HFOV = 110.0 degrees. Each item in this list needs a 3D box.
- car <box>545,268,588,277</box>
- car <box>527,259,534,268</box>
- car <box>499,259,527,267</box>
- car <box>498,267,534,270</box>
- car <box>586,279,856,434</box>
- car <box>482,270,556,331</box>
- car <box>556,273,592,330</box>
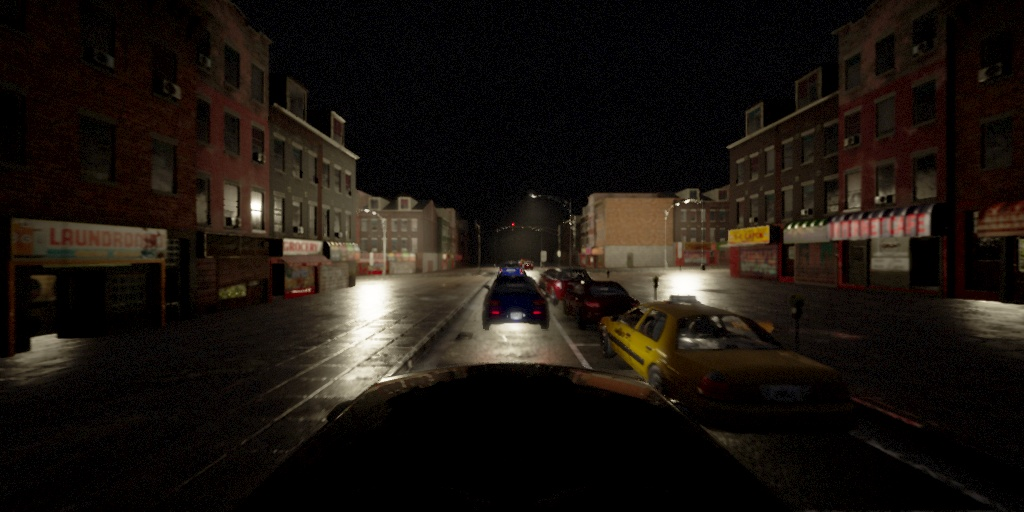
[{"bbox_3d":[2.611,1.261,16.522,1.967,1.591,4.097,0,0,0],"label":"car"},{"bbox_3d":[2.530,1.573,59.328,1.967,1.591,4.097,0,0,0],"label":"car"},{"bbox_3d":[-0.063,1.252,29.650,2.097,1.767,4.553,0,0,0],"label":"car"},{"bbox_3d":[0.072,1.440,19.751,1.895,1.301,4.718,0,0,0],"label":"car"},{"bbox_3d":[2.632,1.293,5.759,1.751,1.417,4.829,0,0,0],"label":"car"},{"bbox_3d":[0.083,1.319,11.092,1.812,1.442,4.674,0,0,-1],"label":"car"},{"bbox_3d":[2.621,1.375,11.056,1.802,1.307,4.207,0,0,0],"label":"car"}]
